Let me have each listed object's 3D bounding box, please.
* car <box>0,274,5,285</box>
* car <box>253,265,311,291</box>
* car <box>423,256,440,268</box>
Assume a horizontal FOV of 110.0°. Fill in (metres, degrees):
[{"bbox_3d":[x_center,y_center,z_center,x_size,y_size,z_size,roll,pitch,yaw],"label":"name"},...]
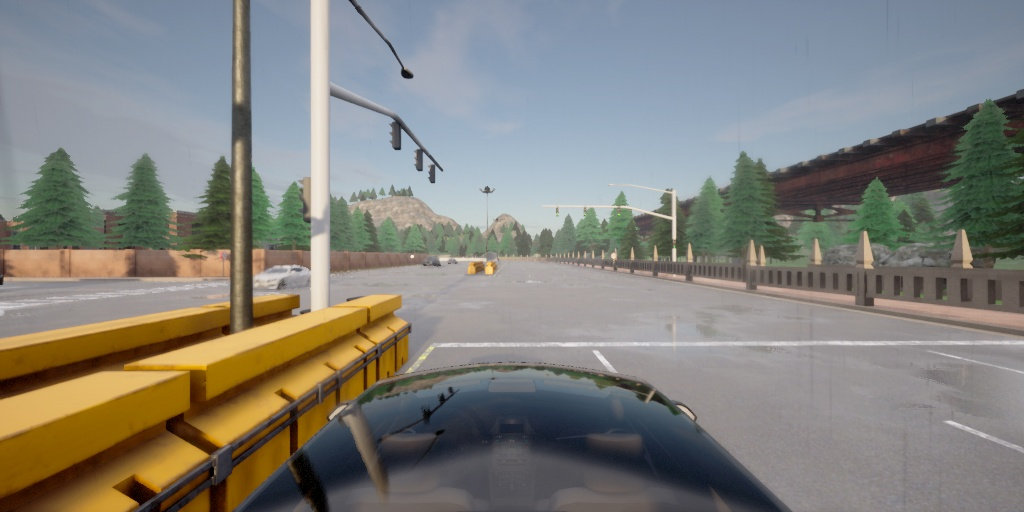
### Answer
[{"bbox_3d":[-30.921,0.971,19.078,5.566,2.045,2.150,0,0,0],"label":"car"},{"bbox_3d":[-13.998,1.318,21.997,1.812,1.442,4.674,0,0,0],"label":"car"},{"bbox_3d":[-14.030,1.026,62.825,2.150,2.045,5.566,0,2,0],"label":"car"}]
